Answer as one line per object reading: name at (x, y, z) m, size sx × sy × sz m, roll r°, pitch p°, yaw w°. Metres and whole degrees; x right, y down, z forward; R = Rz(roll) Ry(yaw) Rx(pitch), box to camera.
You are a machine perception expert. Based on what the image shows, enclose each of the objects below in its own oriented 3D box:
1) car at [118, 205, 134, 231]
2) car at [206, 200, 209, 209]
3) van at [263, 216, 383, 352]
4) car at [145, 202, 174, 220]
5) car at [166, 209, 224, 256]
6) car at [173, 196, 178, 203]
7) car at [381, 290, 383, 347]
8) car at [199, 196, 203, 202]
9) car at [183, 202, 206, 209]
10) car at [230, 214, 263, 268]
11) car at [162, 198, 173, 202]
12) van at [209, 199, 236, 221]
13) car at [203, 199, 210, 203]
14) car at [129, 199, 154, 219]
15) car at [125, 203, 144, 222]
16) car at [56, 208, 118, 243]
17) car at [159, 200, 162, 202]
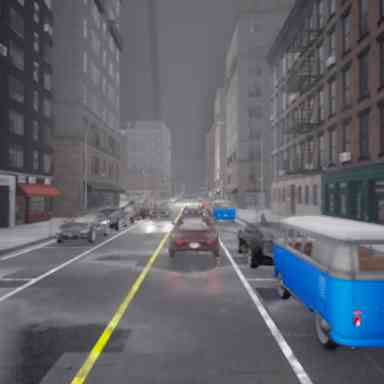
car at (-5.399, 1.778, 22.313) m, size 1.947 × 1.339 × 4.313 m, roll 0°, pitch -1°, yaw 0°
car at (2.620, 1.840, 33.307) m, size 1.752 × 1.417 × 4.829 m, roll 0°, pitch -1°, yaw 0°
van at (2.635, 1.400, 6.093) m, size 1.690 × 1.788 × 3.998 m, roll 0°, pitch -1°, yaw 0°
car at (-2.866, 1.895, 31.069) m, size 1.895 × 1.301 × 4.718 m, roll 0°, pitch -1°, yaw 0°
car at (0.085, 1.656, 13.570) m, size 1.812 × 1.442 × 4.674 m, roll 0°, pitch 0°, yaw 0°
car at (-5.439, 2.402, 92.261) m, size 1.752 × 1.417 × 4.829 m, roll 0°, pitch -1°, yaw 0°
car at (2.638, 1.553, 0.681) m, size 1.887 × 1.381 × 4.507 m, roll 0°, pitch -1°, yaw 0°
car at (2.721, 1.857, 53.439) m, size 2.097 × 1.767 × 4.553 m, roll 0°, pitch -1°, yaw 0°
car at (0.080, 1.902, 31.836) m, size 1.895 × 1.301 × 4.718 m, roll 0°, pitch -1°, yaw 0°
car at (2.632, 1.676, 11.499) m, size 1.947 × 1.339 × 4.313 m, roll 0°, pitch -1°, yaw 0°
car at (-5.424, 2.172, 65.586) m, size 2.008 × 1.369 × 4.403 m, roll 0°, pitch -1°, yaw 0°
van at (2.623, 1.604, 27.729) m, size 1.690 × 1.788 × 3.998 m, roll 0°, pitch -1°, yaw 0°
car at (2.617, 1.804, 38.546) m, size 1.967 × 1.590 × 4.097 m, roll 0°, pitch -1°, yaw 0°
car at (-5.405, 1.629, 33.134) m, size 2.192 × 1.841 × 5.009 m, roll 0°, pitch -1°, yaw 0°
car at (-5.402, 1.845, 27.722) m, size 1.802 × 1.307 × 4.206 m, roll 0°, pitch -1°, yaw 0°
car at (-5.396, 1.713, 16.904) m, size 2.008 × 1.369 × 4.403 m, roll 0°, pitch -1°, yaw 0°
car at (-5.411, 1.856, 43.951) m, size 1.967 × 1.590 × 4.097 m, roll 0°, pitch -1°, yaw 0°
